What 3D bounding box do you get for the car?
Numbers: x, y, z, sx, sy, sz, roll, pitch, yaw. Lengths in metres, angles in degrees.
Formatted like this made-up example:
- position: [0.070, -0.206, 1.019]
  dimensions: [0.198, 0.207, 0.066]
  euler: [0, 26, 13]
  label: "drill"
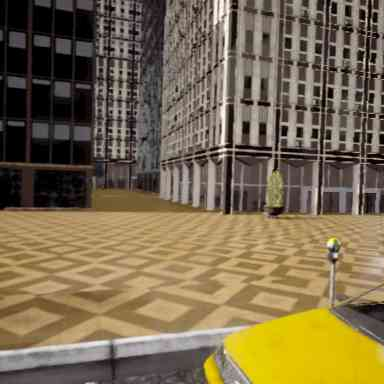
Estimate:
- position: [2.564, 1.492, 3.343]
  dimensions: [4.829, 1.417, 1.752]
  euler: [1, 2, -17]
  label: "car"
